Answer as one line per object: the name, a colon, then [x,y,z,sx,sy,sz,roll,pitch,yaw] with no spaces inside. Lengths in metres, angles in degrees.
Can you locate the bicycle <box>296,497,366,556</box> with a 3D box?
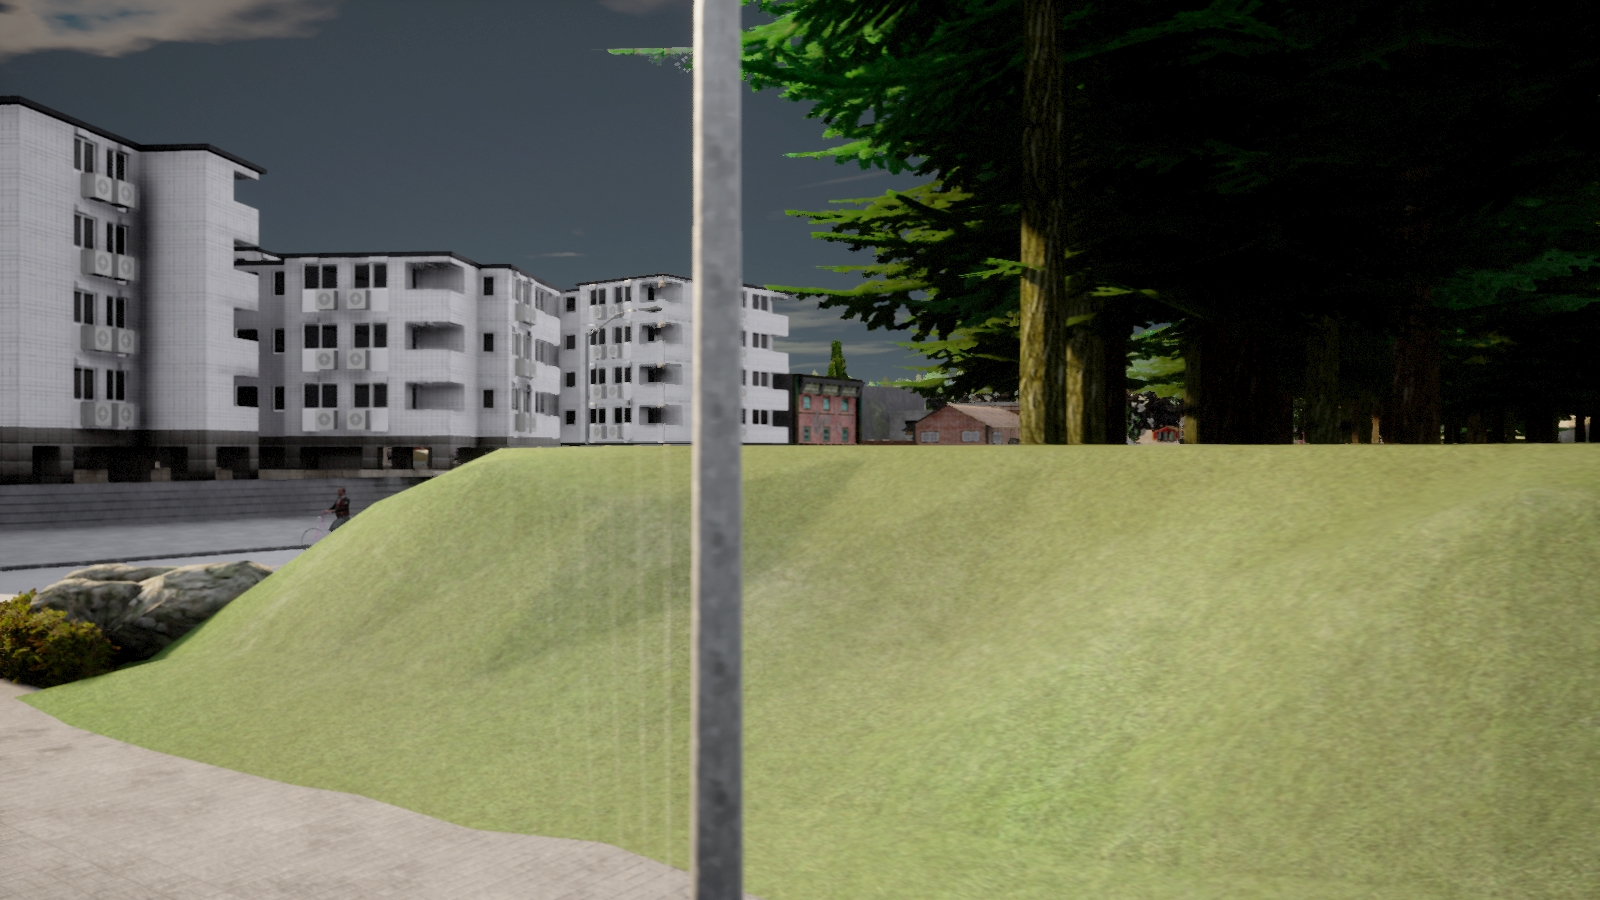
bicycle: [-12.599,2.031,30.738,0.329,1.471,1.835,0,0,35]
